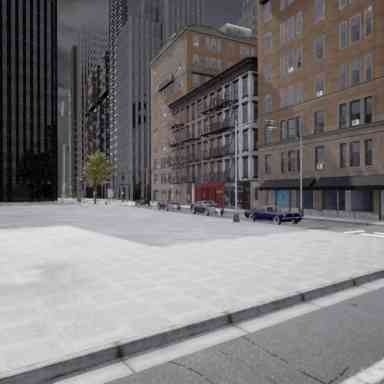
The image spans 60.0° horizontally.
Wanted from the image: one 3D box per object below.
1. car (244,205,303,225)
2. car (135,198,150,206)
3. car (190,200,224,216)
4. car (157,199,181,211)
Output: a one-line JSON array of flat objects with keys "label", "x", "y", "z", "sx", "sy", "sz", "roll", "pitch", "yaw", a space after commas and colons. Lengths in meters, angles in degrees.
[{"label": "car", "x": 6.006, "y": 1.686, "z": 24.944, "sx": 1.895, "sy": 1.301, "sz": 4.718, "roll": 0, "pitch": 0, "yaw": -26}, {"label": "car", "x": -9.240, "y": 1.815, "z": 61.931, "sx": 1.837, "sy": 1.490, "sz": 4.892, "roll": 0, "pitch": 0, "yaw": -27}, {"label": "car", "x": 1.493, "y": 1.630, "z": 34.087, "sx": 2.128, "sy": 1.511, "sz": 4.902, "roll": 0, "pitch": 0, "yaw": -26}, {"label": "car", "x": -3.055, "y": 1.689, "z": 43.332, "sx": 2.128, "sy": 1.511, "sz": 4.902, "roll": 0, "pitch": 0, "yaw": -26}]
